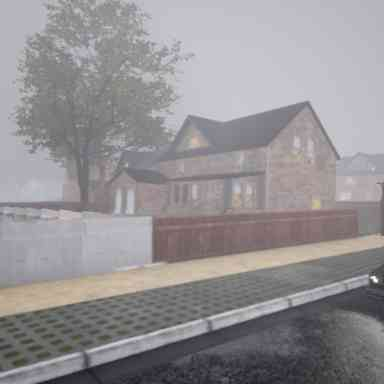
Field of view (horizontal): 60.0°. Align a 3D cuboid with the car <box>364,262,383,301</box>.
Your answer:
[{"bbox_3d":[5.971,1.584,7.246,5.357,1.411,2.033,0,0,-35],"label":"car"}]
